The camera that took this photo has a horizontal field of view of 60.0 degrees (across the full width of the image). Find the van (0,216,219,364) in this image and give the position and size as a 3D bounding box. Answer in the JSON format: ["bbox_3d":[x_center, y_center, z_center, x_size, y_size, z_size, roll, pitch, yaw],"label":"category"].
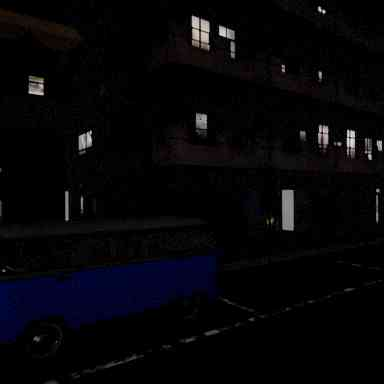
[{"bbox_3d":[-1.417,1.341,5.554,3.998,1.788,1.690,0,0,-35],"label":"van"}]
